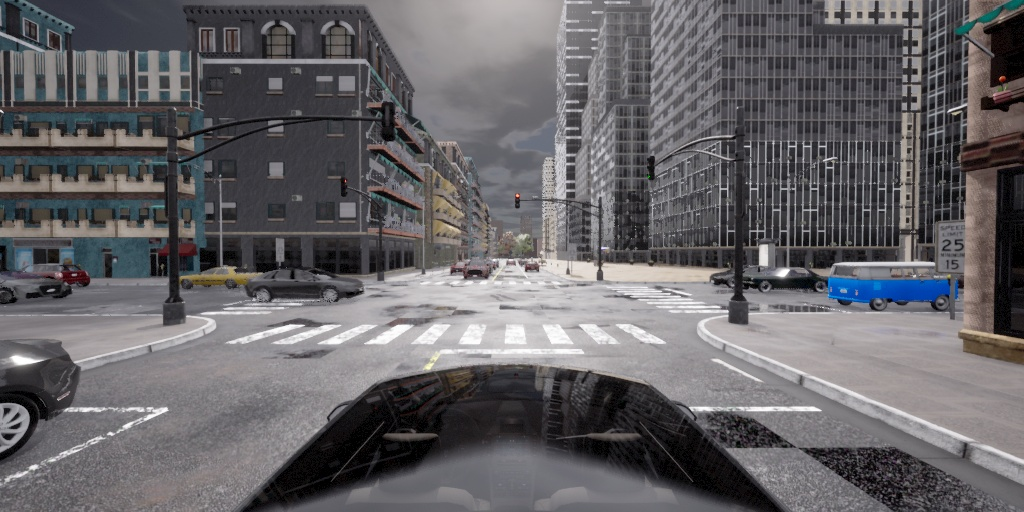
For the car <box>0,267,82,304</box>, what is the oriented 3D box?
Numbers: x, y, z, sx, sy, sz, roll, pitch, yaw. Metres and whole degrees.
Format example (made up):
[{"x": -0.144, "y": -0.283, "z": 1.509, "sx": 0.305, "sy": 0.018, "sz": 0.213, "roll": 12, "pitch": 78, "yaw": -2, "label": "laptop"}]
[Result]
[{"x": -22.924, "y": 1.385, "z": 16.271, "sx": 4.181, "sy": 1.385, "sz": 1.994, "roll": 0, "pitch": 1, "yaw": 0, "label": "car"}]

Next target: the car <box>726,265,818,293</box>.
[{"x": 14.805, "y": 1.289, "z": 19.646, "sx": 4.718, "sy": 1.301, "sz": 1.895, "roll": 0, "pitch": 1, "yaw": 0, "label": "car"}]

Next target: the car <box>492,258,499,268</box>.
[{"x": -3.238, "y": 1.345, "z": 51.590, "sx": 1.895, "sy": 1.301, "sz": 4.718, "roll": 0, "pitch": 0, "yaw": 0, "label": "car"}]

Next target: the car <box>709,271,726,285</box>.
[{"x": 14.618, "y": 1.215, "z": 22.244, "sx": 4.313, "sy": 1.339, "sz": 1.948, "roll": 0, "pitch": 0, "yaw": 0, "label": "car"}]

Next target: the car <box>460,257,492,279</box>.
[{"x": -3.163, "y": 1.097, "z": 32.497, "sx": 2.097, "sy": 1.767, "sz": 4.553, "roll": 0, "pitch": 0, "yaw": -1, "label": "car"}]

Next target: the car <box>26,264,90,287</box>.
[{"x": -28.837, "y": 1.189, "z": 22.046, "sx": 4.097, "sy": 1.591, "sz": 1.967, "roll": 0, "pitch": 0, "yaw": 0, "label": "car"}]

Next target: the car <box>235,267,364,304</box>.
[{"x": -9.326, "y": 1.293, "z": 16.332, "sx": 4.892, "sy": 1.490, "sz": 1.837, "roll": 0, "pitch": 1, "yaw": 0, "label": "car"}]

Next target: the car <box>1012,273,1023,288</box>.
[{"x": 24.593, "y": 1.218, "z": 19.687, "sx": 5.357, "sy": 1.411, "sz": 2.033, "roll": 0, "pitch": 1, "yaw": 0, "label": "car"}]

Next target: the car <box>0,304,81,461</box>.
[{"x": -5.690, "y": 1.300, "z": 2.149, "sx": 2.007, "sy": 1.370, "sz": 4.403, "roll": 0, "pitch": 0, "yaw": 0, "label": "car"}]

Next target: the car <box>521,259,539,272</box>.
[{"x": 2.529, "y": 1.289, "z": 45.945, "sx": 1.888, "sy": 1.381, "sz": 4.507, "roll": 0, "pitch": 0, "yaw": 0, "label": "car"}]

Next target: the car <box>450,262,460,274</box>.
[{"x": -5.801, "y": 1.289, "z": 40.215, "sx": 1.888, "sy": 1.381, "sz": 4.507, "roll": 0, "pitch": 0, "yaw": 0, "label": "car"}]

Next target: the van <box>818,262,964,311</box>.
[{"x": 14.656, "y": 1.117, "z": 13.864, "sx": 3.998, "sy": 1.789, "sz": 1.690, "roll": 0, "pitch": 0, "yaw": 0, "label": "van"}]

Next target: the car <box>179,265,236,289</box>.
[{"x": -17.940, "y": 1.246, "z": 22.096, "sx": 4.829, "sy": 1.417, "sz": 1.751, "roll": 0, "pitch": 0, "yaw": 0, "label": "car"}]

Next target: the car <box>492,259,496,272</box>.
[{"x": -3.211, "y": 1.345, "z": 41.527, "sx": 1.895, "sy": 1.301, "sz": 4.718, "roll": 0, "pitch": 0, "yaw": 0, "label": "car"}]
